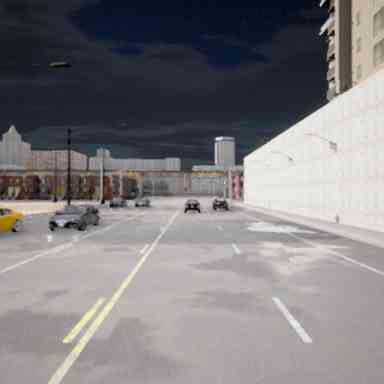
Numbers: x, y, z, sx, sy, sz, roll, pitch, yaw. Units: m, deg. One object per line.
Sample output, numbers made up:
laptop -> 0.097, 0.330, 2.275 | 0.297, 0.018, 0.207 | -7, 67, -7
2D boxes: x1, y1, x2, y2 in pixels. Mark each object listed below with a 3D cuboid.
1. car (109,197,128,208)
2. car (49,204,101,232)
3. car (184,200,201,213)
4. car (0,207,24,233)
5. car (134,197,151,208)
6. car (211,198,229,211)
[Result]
car -> -10.533, 1.557, 47.834 | 1.837, 1.490, 4.892 | 0, -1, 0
car -> -7.046, 1.513, 20.399 | 2.128, 1.511, 4.902 | 0, 0, 1
car -> 0.061, 1.588, 38.039 | 2.033, 1.411, 5.357 | 0, 0, 0
car -> -10.569, 1.495, 16.986 | 1.882, 1.535, 5.008 | 0, 0, 0
car -> -7.033, 1.542, 47.837 | 2.128, 1.511, 4.902 | 0, 0, 0
car -> 3.580, 1.535, 42.542 | 2.128, 1.511, 4.902 | 0, 0, 0
